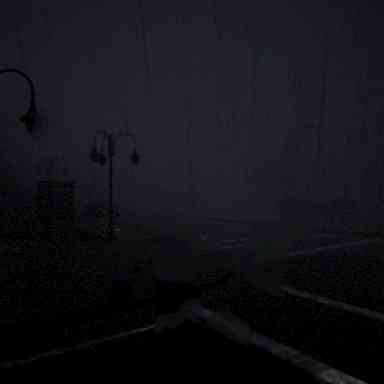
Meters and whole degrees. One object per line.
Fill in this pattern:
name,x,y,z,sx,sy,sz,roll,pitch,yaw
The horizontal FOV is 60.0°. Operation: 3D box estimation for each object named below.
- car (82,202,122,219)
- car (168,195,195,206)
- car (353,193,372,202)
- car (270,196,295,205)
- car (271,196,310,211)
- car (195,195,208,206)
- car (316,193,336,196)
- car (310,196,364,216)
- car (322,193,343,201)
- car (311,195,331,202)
car,-8.121,1.567,29.531,2.033,1.411,5.357,0,0,-36
car,-2.032,1.368,51.424,2.007,1.523,4.514,0,0,-36
car,33.318,1.145,66.313,1.932,1.855,4.605,0,0,-36
car,14.594,1.356,53.906,1.845,1.501,3.633,0,0,-36
car,11.200,1.414,37.996,1.970,1.475,3.806,0,0,-36
car,0.493,1.360,53.286,2.152,1.636,5.027,0,0,-36
car,22.759,1.339,59.668,2.007,1.523,4.514,0,0,-36
car,13.077,1.403,30.222,1.845,1.501,3.633,0,0,-36
car,31.432,1.126,74.629,1.905,1.878,3.866,0,0,-36
car,28.369,1.408,73.198,1.970,1.475,3.806,0,0,-36
